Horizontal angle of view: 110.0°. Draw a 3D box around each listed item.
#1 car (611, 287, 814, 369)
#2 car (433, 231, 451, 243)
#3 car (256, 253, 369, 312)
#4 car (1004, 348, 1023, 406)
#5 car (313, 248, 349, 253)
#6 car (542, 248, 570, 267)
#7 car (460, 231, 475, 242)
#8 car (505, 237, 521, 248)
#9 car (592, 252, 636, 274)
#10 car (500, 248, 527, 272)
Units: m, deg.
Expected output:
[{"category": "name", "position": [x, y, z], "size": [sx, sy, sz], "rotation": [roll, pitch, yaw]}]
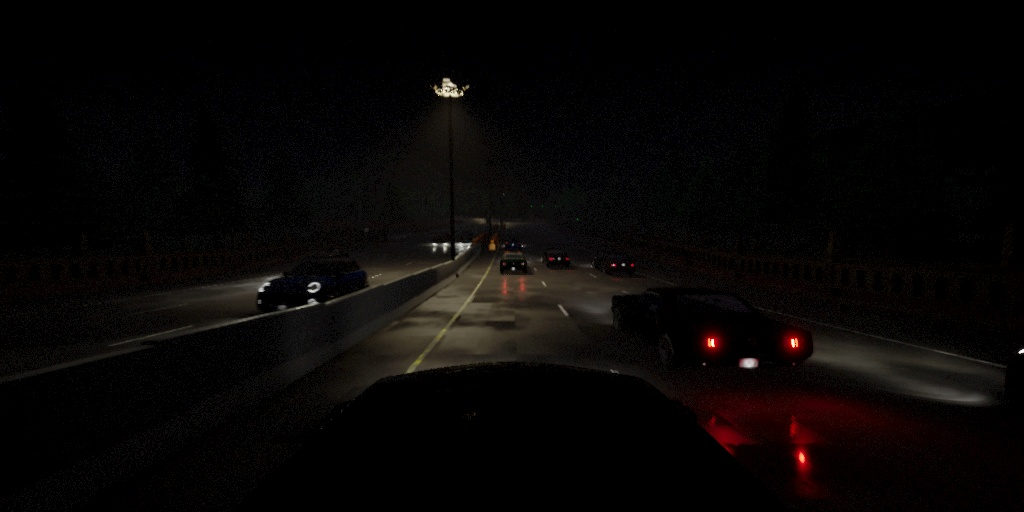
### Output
[{"category": "car", "position": [3.599, 1.306, 7.659], "size": [1.895, 1.301, 4.718], "rotation": [0, 1, 0]}, {"category": "car", "position": [-10.443, -2.913, 53.820], "size": [1.882, 1.535, 5.008], "rotation": [0, 7, 1]}, {"category": "car", "position": [-7.099, 0.922, 13.296], "size": [2.097, 1.767, 4.553], "rotation": [0, 2, 0]}, {"category": "car", "position": [7.099, 1.099, 2.441], "size": [2.097, 1.767, 4.553], "rotation": [0, 0, 0]}, {"category": "car", "position": [-14.096, 0.197, 27.273], "size": [2.128, 1.511, 4.902], "rotation": [0, 5, 0]}, {"category": "car", "position": [3.597, 0.015, 29.821], "size": [2.033, 1.411, 5.357], "rotation": [0, 6, 0]}, {"category": "car", "position": [-6.915, -3.119, 55.726], "size": [2.128, 1.511, 4.902], "rotation": [0, 7, 0]}, {"category": "car", "position": [0.125, -1.601, 43.773], "size": [1.994, 1.385, 4.181], "rotation": [0, 7, 0]}, {"category": "car", "position": [7.097, 0.420, 25.346], "size": [2.033, 1.411, 5.357], "rotation": [0, 5, 0]}, {"category": "car", "position": [0.097, 0.379, 26.438], "size": [1.895, 1.301, 4.718], "rotation": [0, 5, 0]}]
